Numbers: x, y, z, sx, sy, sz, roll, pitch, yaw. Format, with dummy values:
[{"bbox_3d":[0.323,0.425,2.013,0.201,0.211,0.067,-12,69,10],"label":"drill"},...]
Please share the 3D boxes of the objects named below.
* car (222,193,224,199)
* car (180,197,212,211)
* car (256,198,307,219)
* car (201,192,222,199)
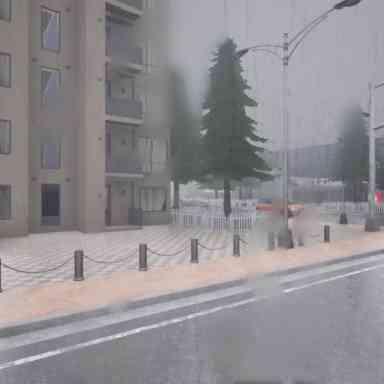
[{"bbox_3d":[7.449,1.092,94.752,1.905,1.878,3.866,0,0,-37],"label":"car"},{"bbox_3d":[0.362,1.579,39.551,1.994,1.385,4.181,0,0,-37],"label":"car"},{"bbox_3d":[7.878,1.367,29.619,2.097,1.767,4.553,0,0,-37],"label":"car"},{"bbox_3d":[5.363,1.112,92.687,1.932,1.855,4.605,0,0,-37],"label":"car"}]
